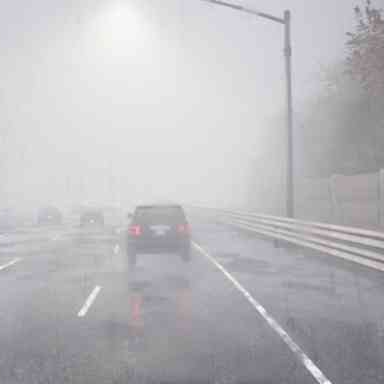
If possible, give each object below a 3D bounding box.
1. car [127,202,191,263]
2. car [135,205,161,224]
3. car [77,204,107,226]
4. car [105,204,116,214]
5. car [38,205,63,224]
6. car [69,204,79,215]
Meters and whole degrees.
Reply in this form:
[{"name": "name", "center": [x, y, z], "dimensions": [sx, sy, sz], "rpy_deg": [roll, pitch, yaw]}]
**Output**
[{"name": "car", "center": [-1.358, 1.421, 13.062], "dimensions": [2.150, 2.045, 5.566], "rpy_deg": [-1, -1, -8]}, {"name": "car", "center": [-4.065, 1.967, 30.311], "dimensions": [2.128, 1.511, 4.902], "rpy_deg": [-1, -1, -9]}, {"name": "car", "center": [-8.386, 2.003, 27.881], "dimensions": [1.837, 1.490, 4.892], "rpy_deg": [0, -1, -17]}, {"name": "car", "center": [-11.752, 2.313, 45.642], "dimensions": [1.812, 1.442, 4.674], "rpy_deg": [0, -1, -26]}, {"name": "car", "center": [-12.998, 2.158, 30.671], "dimensions": [1.994, 1.385, 4.181], "rpy_deg": [0, -1, -19]}, {"name": "car", "center": [-15.688, 2.330, 45.735], "dimensions": [2.128, 1.511, 4.902], "rpy_deg": [0, -1, -26]}]
